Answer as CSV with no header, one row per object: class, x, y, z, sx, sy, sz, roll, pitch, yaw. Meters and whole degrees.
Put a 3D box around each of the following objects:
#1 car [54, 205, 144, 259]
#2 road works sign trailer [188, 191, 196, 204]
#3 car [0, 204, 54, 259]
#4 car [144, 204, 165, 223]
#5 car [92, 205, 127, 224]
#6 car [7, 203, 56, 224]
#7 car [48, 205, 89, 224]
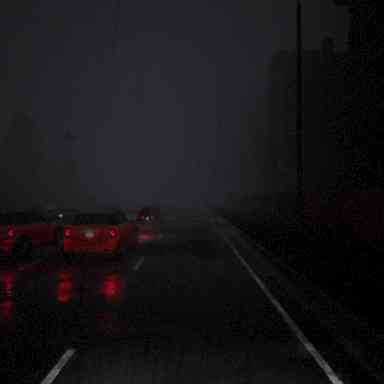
car,-3.482,1.501,13.477,2.097,1.767,4.553,0,-1,0
road works sign trailer,-0.018,1.468,91.034,2.380,3.560,2.880,0,-1,0
car,-6.982,1.501,13.477,2.097,1.767,4.553,0,-1,0
car,-3.485,1.823,28.553,1.837,1.490,4.892,0,0,0
car,-6.985,1.881,28.591,1.994,1.385,4.181,0,-1,1
car,-13.976,1.801,29.290,1.882,1.535,5.008,0,0,1
car,-10.483,1.880,28.567,1.994,1.385,4.181,0,-1,0
